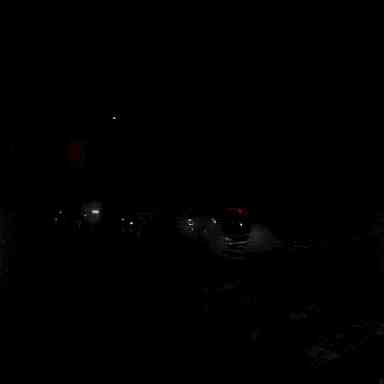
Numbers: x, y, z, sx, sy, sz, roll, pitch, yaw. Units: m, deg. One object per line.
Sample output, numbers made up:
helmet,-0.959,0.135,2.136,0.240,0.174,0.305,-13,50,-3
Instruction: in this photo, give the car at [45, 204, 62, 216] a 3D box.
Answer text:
car,-17.768,2.332,43.309,2.128,1.511,4.902,0,-1,-36

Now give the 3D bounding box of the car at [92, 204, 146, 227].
car,-6.108,2.009,27.255,2.033,1.411,5.357,0,-1,-35

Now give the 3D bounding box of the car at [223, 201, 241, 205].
car,3.062,1.760,31.566,2.097,1.767,4.553,0,-1,-36

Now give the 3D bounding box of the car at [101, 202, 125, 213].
car,-12.709,2.397,53.190,1.882,1.535,5.008,0,-1,-36

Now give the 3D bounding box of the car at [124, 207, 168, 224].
car,-4.257,2.082,30.227,1.895,1.301,4.718,0,-1,-36

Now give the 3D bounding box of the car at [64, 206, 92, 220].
car,-11.942,2.214,35.269,1.994,1.385,4.181,0,-1,-35

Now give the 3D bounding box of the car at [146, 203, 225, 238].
car,-0.532,1.637,19.600,2.097,1.767,4.553,0,-1,-36

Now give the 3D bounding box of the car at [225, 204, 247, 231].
car,1.570,1.801,22.234,1.837,1.490,4.892,0,-1,-36

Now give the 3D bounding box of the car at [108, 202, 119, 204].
car,-10.476,2.230,38.767,2.033,1.411,5.357,0,-1,-36
